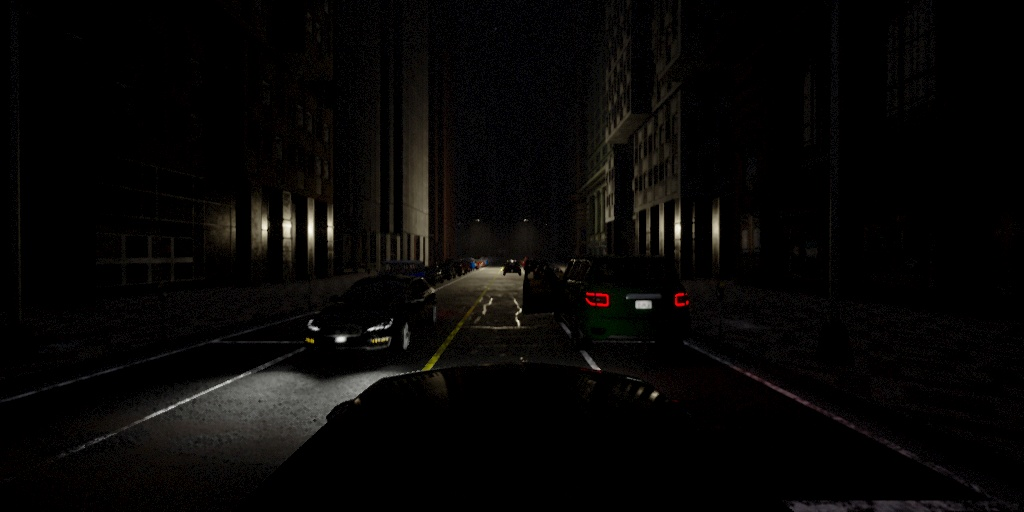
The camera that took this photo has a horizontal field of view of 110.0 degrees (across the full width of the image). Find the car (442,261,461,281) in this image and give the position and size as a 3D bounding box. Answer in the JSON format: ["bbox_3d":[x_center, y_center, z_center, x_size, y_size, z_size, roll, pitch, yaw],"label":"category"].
[{"bbox_3d":[-5.815,1.354,30.346,1.948,1.339,4.313,0,0,0],"label":"car"}]

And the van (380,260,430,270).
[{"bbox_3d":[-5.794,1.114,19.073,1.690,1.789,3.998,0,0,0],"label":"van"}]

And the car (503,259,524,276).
[{"bbox_3d":[0.013,1.326,38.737,1.812,1.442,4.674,0,0,0],"label":"car"}]

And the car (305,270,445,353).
[{"bbox_3d":[-3.113,1.264,8.941,1.837,1.490,4.892,0,0,0],"label":"car"}]

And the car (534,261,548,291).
[{"bbox_3d":[2.720,1.306,24.907,1.751,1.417,4.829,0,0,0],"label":"car"}]

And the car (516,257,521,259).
[{"bbox_3d":[-0.050,1.307,49.999,2.128,1.511,4.902,0,0,0],"label":"car"}]

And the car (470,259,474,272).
[{"bbox_3d":[-5.835,1.349,41.620,1.888,1.381,4.507,0,0,0],"label":"car"}]

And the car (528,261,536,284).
[{"bbox_3d":[2.710,1.339,30.373,2.007,1.370,4.403,0,0,0],"label":"car"}]

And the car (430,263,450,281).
[{"bbox_3d":[-5.804,1.346,24.710,1.948,1.339,4.313,0,0,0],"label":"car"}]

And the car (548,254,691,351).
[{"bbox_3d":[2.381,0.981,9.173,2.150,2.045,5.566,0,0,0],"label":"car"}]

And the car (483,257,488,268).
[{"bbox_3d":[-5.877,1.275,64.167,1.967,1.591,4.097,0,0,0],"label":"car"}]

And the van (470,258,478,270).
[{"bbox_3d":[-5.846,1.152,47.257,1.690,1.789,3.998,0,0,0],"label":"van"}]

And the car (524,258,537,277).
[{"bbox_3d":[2.690,1.244,41.645,1.967,1.591,4.097,0,0,0],"label":"car"}]

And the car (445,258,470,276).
[{"bbox_3d":[-5.825,1.111,35.983,2.192,1.841,5.009,0,0,0],"label":"car"}]

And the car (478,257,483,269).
[{"bbox_3d":[-5.856,1.259,52.893,1.967,1.591,4.097,0,0,0],"label":"car"}]
